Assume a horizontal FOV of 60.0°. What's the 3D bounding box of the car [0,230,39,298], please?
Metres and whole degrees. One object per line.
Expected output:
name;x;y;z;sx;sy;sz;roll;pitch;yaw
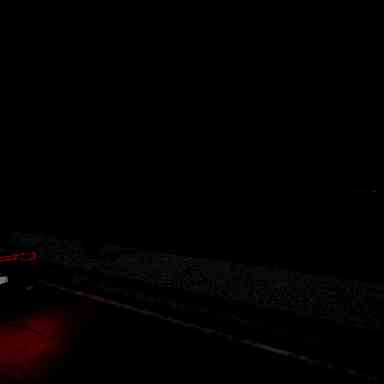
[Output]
car;-5.470;1.453;7.531;5.008;1.535;1.882;0;0;36
